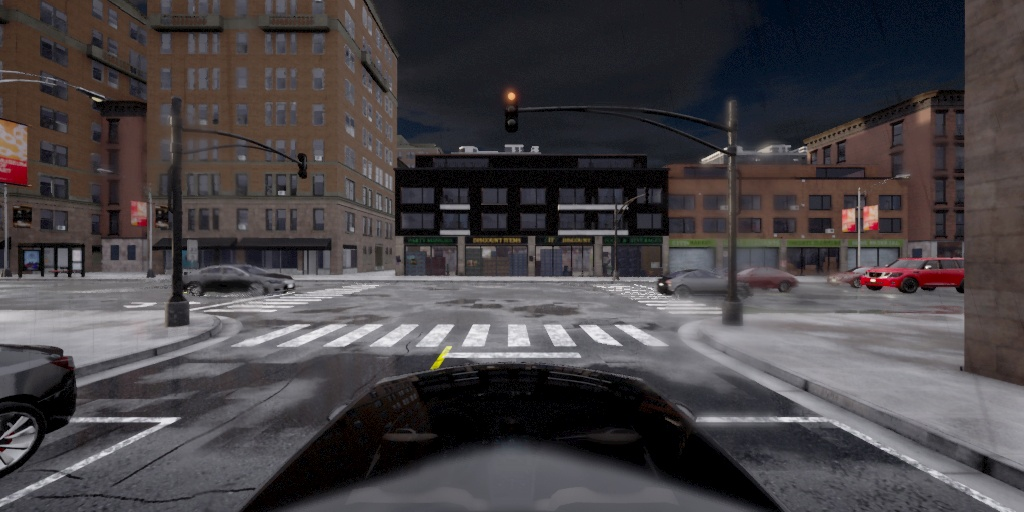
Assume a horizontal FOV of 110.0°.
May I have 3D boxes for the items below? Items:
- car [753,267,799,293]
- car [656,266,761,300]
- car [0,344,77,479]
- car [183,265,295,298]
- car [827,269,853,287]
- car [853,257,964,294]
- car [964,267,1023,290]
[{"bbox_3d":[14.097,1.354,21.032,4.674,1.442,1.812,0,0,1],"label":"car"},{"bbox_3d":[9.298,1.367,17.556,4.181,1.385,1.994,0,0,0],"label":"car"},{"bbox_3d":[-5.387,1.316,1.927,1.948,1.339,4.313,0,0,0],"label":"car"},{"bbox_3d":[-13.241,1.184,17.433,4.902,1.511,2.128,0,0,0],"label":"car"},{"bbox_3d":[24.158,1.407,24.326,4.674,1.442,1.812,0,0,0],"label":"car"},{"bbox_3d":[23.991,1.101,21.071,5.566,2.045,2.150,0,0,0],"label":"car"},{"bbox_3d":[34.112,1.498,24.385,4.181,1.385,1.994,0,0,0],"label":"car"}]
